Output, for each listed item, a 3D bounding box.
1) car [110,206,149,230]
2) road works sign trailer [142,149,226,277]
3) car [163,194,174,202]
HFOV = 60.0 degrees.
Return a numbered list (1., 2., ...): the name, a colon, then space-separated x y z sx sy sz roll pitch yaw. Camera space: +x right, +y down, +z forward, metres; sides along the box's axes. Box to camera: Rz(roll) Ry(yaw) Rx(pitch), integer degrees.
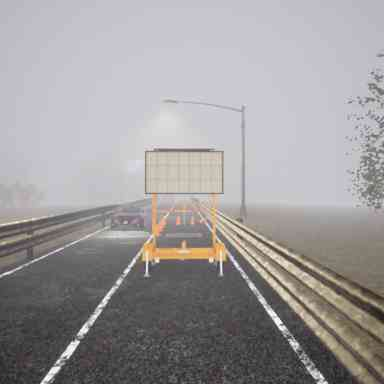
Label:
1. car: -3.869 1.572 21.143 1.994 1.385 4.181 0 0 -1
2. road works sign trailer: -0.238 0.468 10.300 2.380 3.560 2.880 0 0 -1
3. car: -5.076 1.250 73.738 2.150 2.045 5.566 0 0 -1
